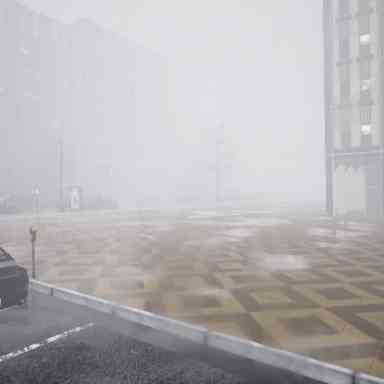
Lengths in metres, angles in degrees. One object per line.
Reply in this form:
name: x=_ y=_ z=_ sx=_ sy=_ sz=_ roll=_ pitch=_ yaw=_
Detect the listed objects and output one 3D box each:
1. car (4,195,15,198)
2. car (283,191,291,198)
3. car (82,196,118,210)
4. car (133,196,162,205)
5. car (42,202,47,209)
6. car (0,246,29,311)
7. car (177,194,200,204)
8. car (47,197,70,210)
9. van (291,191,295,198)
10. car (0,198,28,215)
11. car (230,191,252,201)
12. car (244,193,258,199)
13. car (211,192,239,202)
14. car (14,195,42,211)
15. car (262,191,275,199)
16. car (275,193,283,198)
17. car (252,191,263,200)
car: x=-20.675 y=1.385 z=32.710 sx=1.882 sy=1.535 sz=5.008 roll=-1 pitch=0 yaw=37
car: x=22.168 y=0.932 z=82.048 sx=1.802 sy=1.307 sz=4.206 roll=-1 pitch=0 yaw=36
car: x=-10.235 y=1.186 z=37.266 sx=1.967 sy=1.590 sz=4.097 roll=-1 pitch=0 yaw=36
car: x=-6.923 y=1.330 z=51.698 sx=1.895 sy=1.301 sz=4.718 roll=-1 pitch=0 yaw=37
car: x=-17.022 y=1.415 z=42.180 sx=1.887 sy=1.381 sz=4.507 roll=-1 pitch=0 yaw=36
car: x=-4.945 y=1.553 z=6.570 sx=4.403 sy=1.369 sz=2.008 roll=0 pitch=-1 yaw=35
car: x=-0.515 y=1.062 z=50.700 sx=1.967 sy=1.590 sz=4.097 roll=-1 pitch=0 yaw=36
car: x=-14.798 y=1.356 z=40.842 sx=1.812 sy=1.442 sz=4.674 roll=-1 pitch=0 yaw=36
van: x=25.406 y=0.654 z=86.526 sx=1.690 sy=1.788 sz=3.998 roll=-1 pitch=0 yaw=36
car: x=-16.714 y=1.413 z=28.309 sx=1.802 sy=1.307 sz=4.206 roll=-1 pitch=0 yaw=36
car: x=9.207 y=1.048 z=64.135 sx=1.887 sy=1.381 sz=4.507 roll=-1 pitch=0 yaw=36
car: x=15.380 y=1.040 z=86.961 sx=1.947 sy=1.339 sz=4.313 roll=-1 pitch=0 yaw=36
car: x=5.967 y=1.093 z=59.657 sx=2.008 sy=1.369 sz=4.403 roll=-1 pitch=0 yaw=36
car: x=-20.265 y=1.228 z=37.701 sx=2.192 sy=1.841 sz=5.009 roll=-1 pitch=0 yaw=36
car: x=15.685 y=0.740 z=73.091 sx=2.192 sy=1.841 sz=5.009 roll=-1 pitch=0 yaw=36
car: x=18.927 y=0.938 z=77.569 sx=2.008 sy=1.369 sz=4.403 roll=-1 pitch=0 yaw=36
car: x=12.447 y=1.046 z=68.613 sx=1.802 sy=1.307 sz=4.206 roll=-1 pitch=0 yaw=36
